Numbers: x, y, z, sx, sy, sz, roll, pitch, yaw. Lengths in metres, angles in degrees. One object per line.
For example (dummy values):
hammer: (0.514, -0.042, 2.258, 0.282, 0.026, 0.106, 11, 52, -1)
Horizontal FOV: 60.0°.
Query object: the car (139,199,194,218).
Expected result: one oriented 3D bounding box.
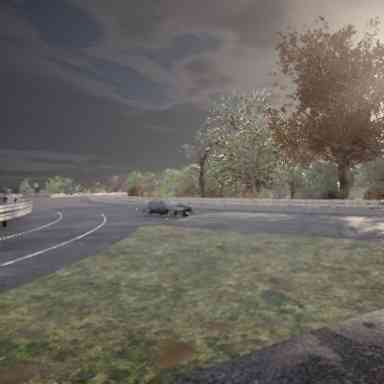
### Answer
car: (-2.298, 1.318, 28.237, 5.357, 1.411, 2.033, 0, 0, 43)
